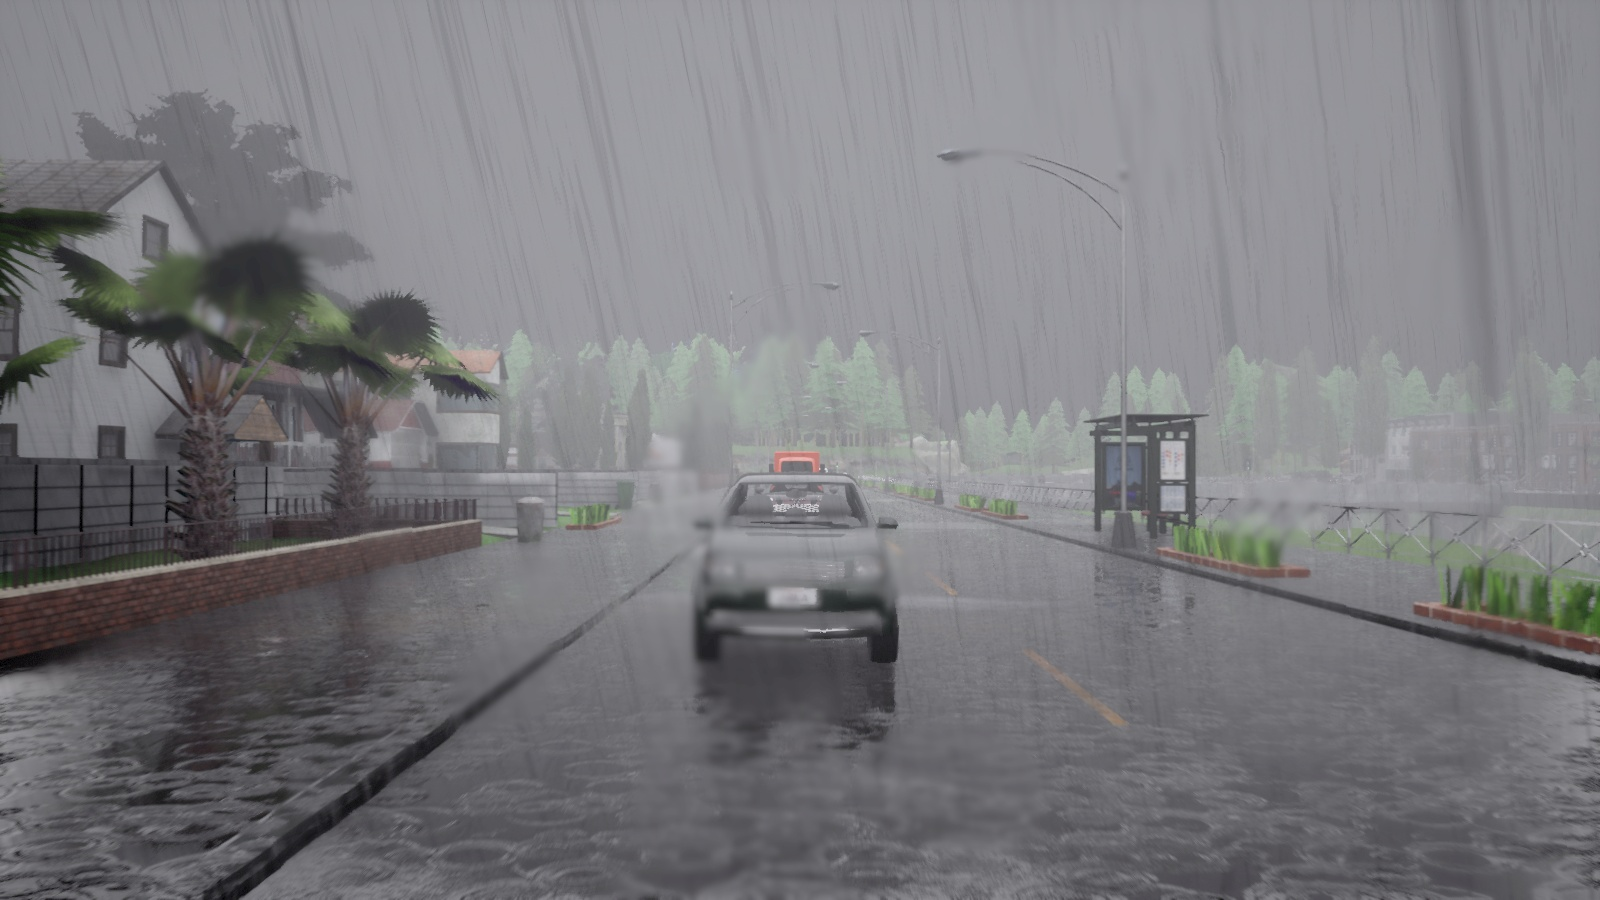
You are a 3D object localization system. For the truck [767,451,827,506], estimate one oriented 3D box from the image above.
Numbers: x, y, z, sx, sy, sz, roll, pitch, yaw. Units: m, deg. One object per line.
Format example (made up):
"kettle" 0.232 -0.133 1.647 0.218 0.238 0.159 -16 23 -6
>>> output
"truck" -0.140 1.307 58.442 2.627 2.467 5.204 0 -1 0

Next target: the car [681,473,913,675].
"car" -0.027 0.987 11.549 1.789 1.549 3.705 0 -1 0
